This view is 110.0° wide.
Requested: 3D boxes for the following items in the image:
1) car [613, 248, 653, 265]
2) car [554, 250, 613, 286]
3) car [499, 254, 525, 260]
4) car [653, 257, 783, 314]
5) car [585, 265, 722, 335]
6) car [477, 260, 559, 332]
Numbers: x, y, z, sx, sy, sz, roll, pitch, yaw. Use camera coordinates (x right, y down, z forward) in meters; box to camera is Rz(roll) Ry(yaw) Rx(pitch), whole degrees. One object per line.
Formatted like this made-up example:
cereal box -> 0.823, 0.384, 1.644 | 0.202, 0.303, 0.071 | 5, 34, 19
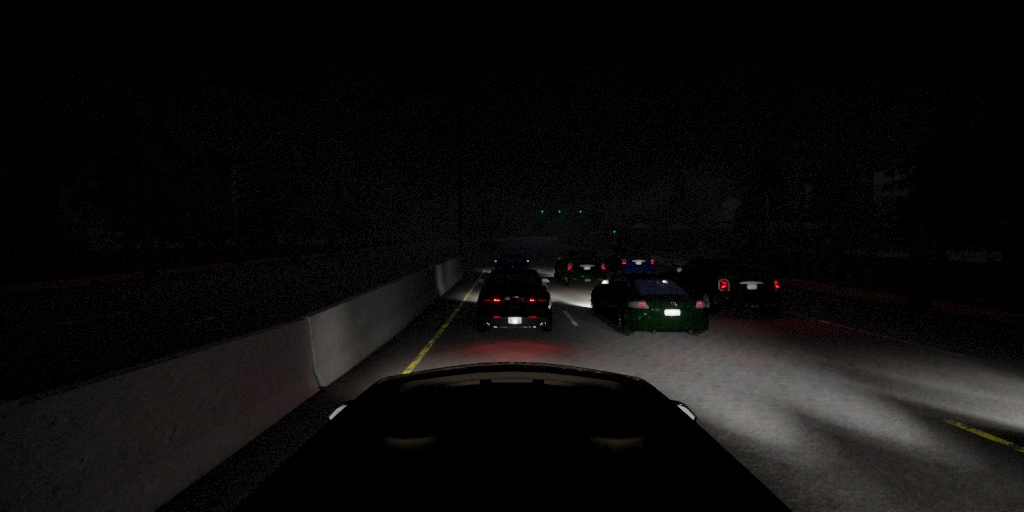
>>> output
car -> 7.073, 0.277, 21.965 | 2.097, 1.767, 4.553 | 0, 3, 2
car -> 3.502, 0.461, 18.897 | 2.097, 1.767, 4.553 | 0, 3, 0
car -> -0.003, 0.582, 20.120 | 2.033, 1.411, 5.357 | 0, 4, 0
car -> 7.041, 0.826, 12.655 | 2.097, 1.767, 4.553 | 0, 3, 0
car -> 3.559, 1.155, 9.988 | 1.994, 1.385, 4.181 | 0, 2, 0
car -> 0.055, 1.081, 10.333 | 1.837, 1.490, 4.892 | 0, 2, 0
